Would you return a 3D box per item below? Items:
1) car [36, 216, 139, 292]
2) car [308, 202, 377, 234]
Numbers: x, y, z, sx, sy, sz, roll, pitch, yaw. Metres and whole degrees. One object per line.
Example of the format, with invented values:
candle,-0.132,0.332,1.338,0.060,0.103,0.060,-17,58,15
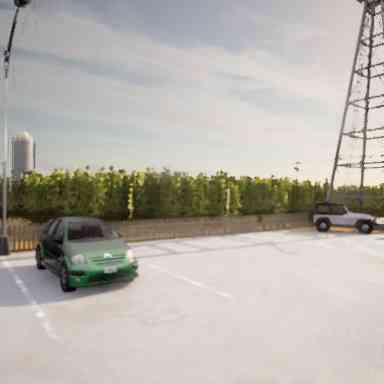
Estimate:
car,-3.003,1.514,9.149,1.851,1.617,3.988,1,0,-36
car,9.345,1.573,20.848,3.866,1.878,1.905,0,0,23
